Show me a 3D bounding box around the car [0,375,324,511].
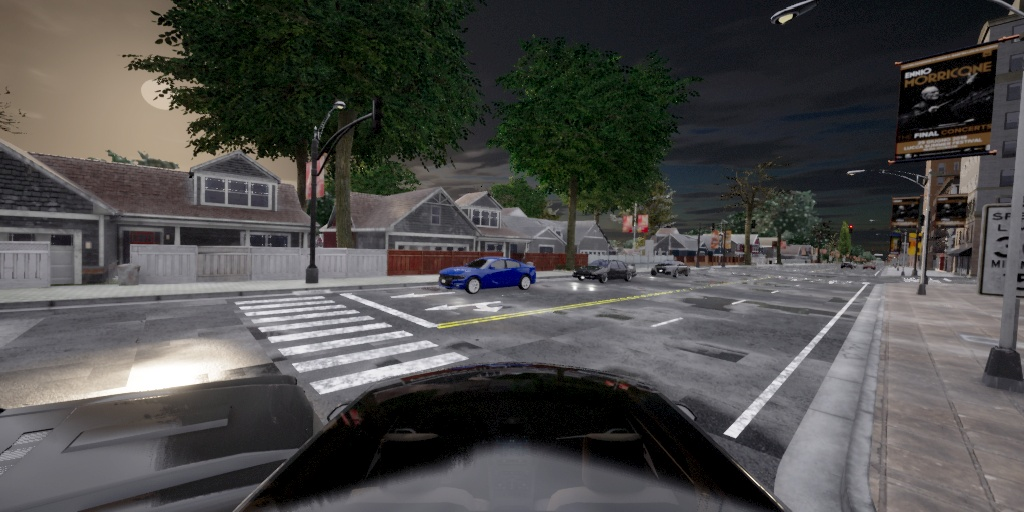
[{"bbox_3d":[-3.316,1.277,1.382,4.718,1.301,1.895,1,2,-34],"label":"car"}]

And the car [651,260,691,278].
[{"bbox_3d":[13.446,1.022,30.293,4.181,1.385,1.994,1,2,-44],"label":"car"}]

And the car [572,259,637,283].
[{"bbox_3d":[6.200,0.929,23.421,5.357,1.411,2.033,1,2,-44],"label":"car"}]

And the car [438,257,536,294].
[{"bbox_3d":[-1.013,0.786,16.551,5.008,1.535,1.882,1,2,-44],"label":"car"}]
